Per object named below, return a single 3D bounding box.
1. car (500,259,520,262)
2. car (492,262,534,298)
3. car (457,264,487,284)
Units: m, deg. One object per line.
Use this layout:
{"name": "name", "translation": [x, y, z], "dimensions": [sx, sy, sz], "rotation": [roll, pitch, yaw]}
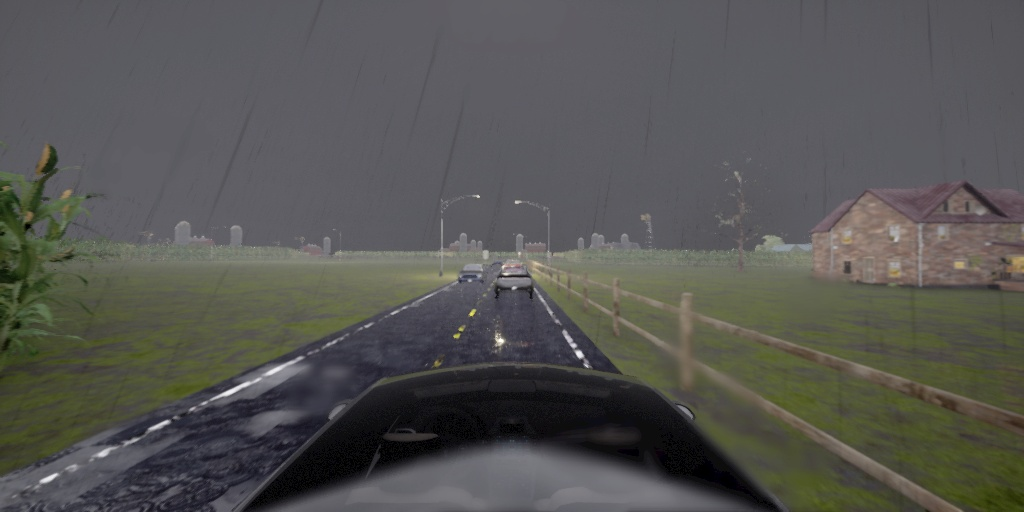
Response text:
{"name": "car", "translation": [0.093, 1.076, 37.523], "dimensions": [2.097, 1.767, 4.553], "rotation": [0, 0, 0]}
{"name": "car", "translation": [0.096, 1.234, 18.341], "dimensions": [2.128, 1.511, 4.902], "rotation": [0, 0, 0]}
{"name": "car", "translation": [-2.855, 1.282, 26.984], "dimensions": [2.033, 1.411, 5.357], "rotation": [0, 0, 0]}
